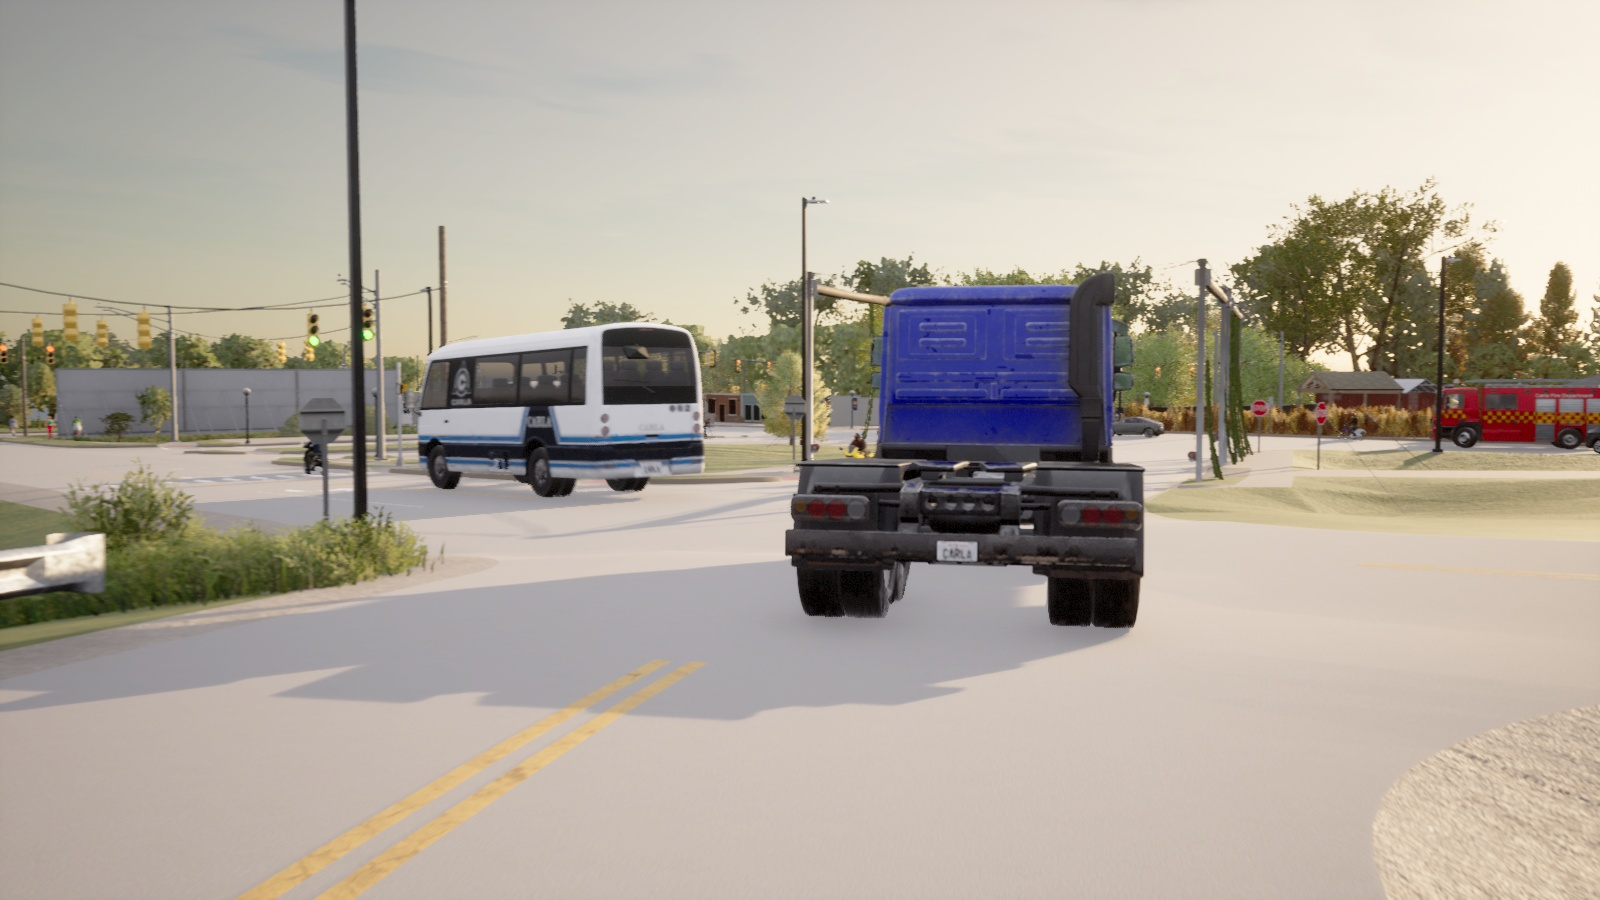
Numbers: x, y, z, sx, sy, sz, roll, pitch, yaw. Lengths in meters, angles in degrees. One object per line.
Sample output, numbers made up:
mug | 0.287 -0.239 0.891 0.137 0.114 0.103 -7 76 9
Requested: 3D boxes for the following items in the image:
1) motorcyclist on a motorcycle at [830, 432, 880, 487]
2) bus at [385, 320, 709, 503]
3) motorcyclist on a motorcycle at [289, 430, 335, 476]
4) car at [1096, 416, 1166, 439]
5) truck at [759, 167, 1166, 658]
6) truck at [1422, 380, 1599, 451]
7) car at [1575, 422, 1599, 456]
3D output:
motorcyclist on a motorcycle | 1.638 0.253 37.177 0.797 1.523 2.044 1 2 23
bus | -7.223 -1.026 34.256 3.944 4.253 10.273 -3 3 -41
motorcyclist on a motorcycle | -17.487 0.100 44.961 0.866 1.590 1.817 -2 3 -44
car | 22.674 -1.563 86.059 4.181 1.385 1.994 2 4 33
truck | 1.905 -0.309 13.019 2.891 3.462 7.936 1 1 11
truck | 39.661 -1.970 70.260 8.468 3.827 2.891 1 3 22
car | 36.877 -0.465 54.957 1.837 1.490 4.892 0 1 -20
